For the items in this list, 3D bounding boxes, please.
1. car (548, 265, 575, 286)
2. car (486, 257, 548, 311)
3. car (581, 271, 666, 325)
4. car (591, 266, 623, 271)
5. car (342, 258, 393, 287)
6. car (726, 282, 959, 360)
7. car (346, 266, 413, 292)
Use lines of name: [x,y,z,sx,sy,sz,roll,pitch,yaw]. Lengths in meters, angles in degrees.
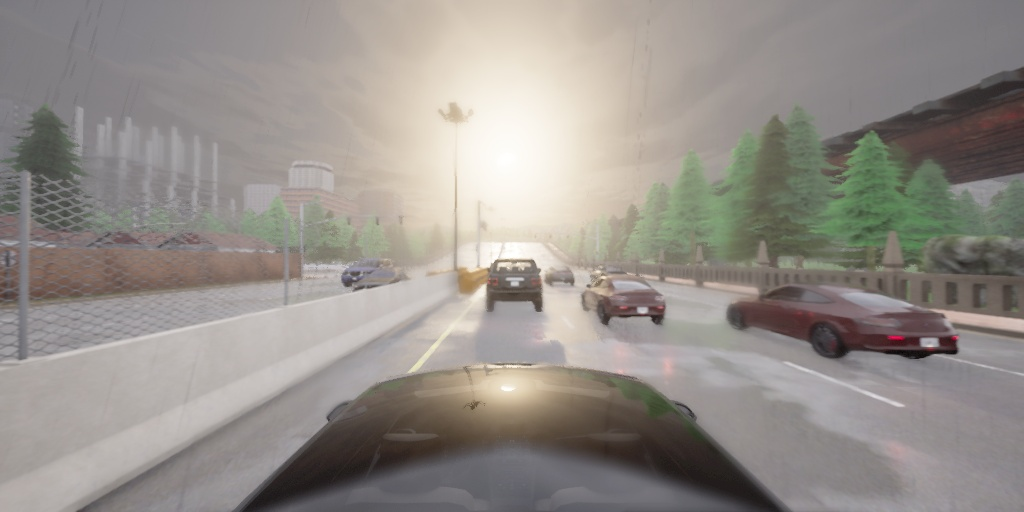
car: [3.598,1.464,27.412,2.128,1.511,4.902,0,-1,0]
car: [0.099,1.088,15.229,2.150,2.045,5.566,0,-1,0]
car: [3.598,1.368,12.144,1.812,1.442,4.674,0,-1,0]
car: [7.097,1.459,26.733,2.128,1.511,4.902,0,0,0]
car: [-10.575,1.191,26.888,2.150,2.045,5.566,0,-1,0]
car: [7.097,1.335,8.408,1.812,1.442,4.674,0,-1,0]
car: [-7.097,1.460,20.490,2.033,1.411,5.357,0,0,0]
